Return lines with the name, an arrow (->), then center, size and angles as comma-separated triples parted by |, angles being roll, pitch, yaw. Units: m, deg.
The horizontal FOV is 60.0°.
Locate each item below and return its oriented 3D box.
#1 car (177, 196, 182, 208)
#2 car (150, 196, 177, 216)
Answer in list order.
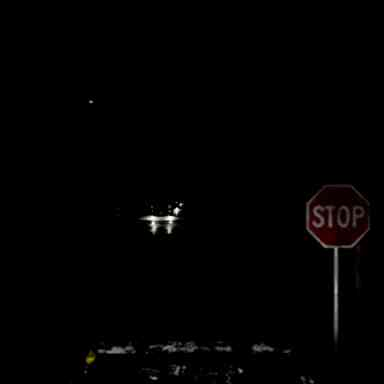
car -> -2.854, 1.368, 47.324 | 2.097, 1.767, 4.553 | 0, 0, 0
car -> -2.857, 1.353, 32.668 | 2.097, 1.767, 4.553 | 0, 0, 0
